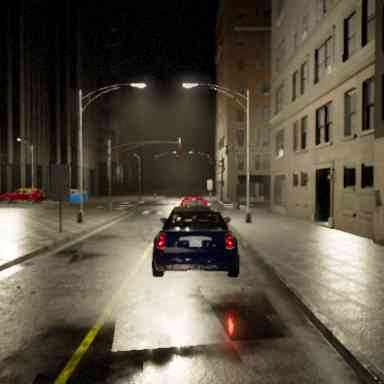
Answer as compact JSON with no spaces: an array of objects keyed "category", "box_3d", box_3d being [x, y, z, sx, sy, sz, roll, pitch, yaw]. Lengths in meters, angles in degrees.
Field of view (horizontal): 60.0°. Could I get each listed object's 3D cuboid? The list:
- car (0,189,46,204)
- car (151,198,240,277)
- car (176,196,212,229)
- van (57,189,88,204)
[{"category":"car","box_3d":[-20.377,0.532,40.358,5.009,1.841,2.192,0,1,-1]},{"category":"car","box_3d":[0.095,1.150,9.697,2.097,1.767,4.553,0,1,0]},{"category":"car","box_3d":[0.093,1.074,19.637,1.882,1.535,5.008,0,1,0]},{"category":"van","box_3d":[-14.737,0.557,40.447,3.998,1.788,1.690,0,1,-1]}]
